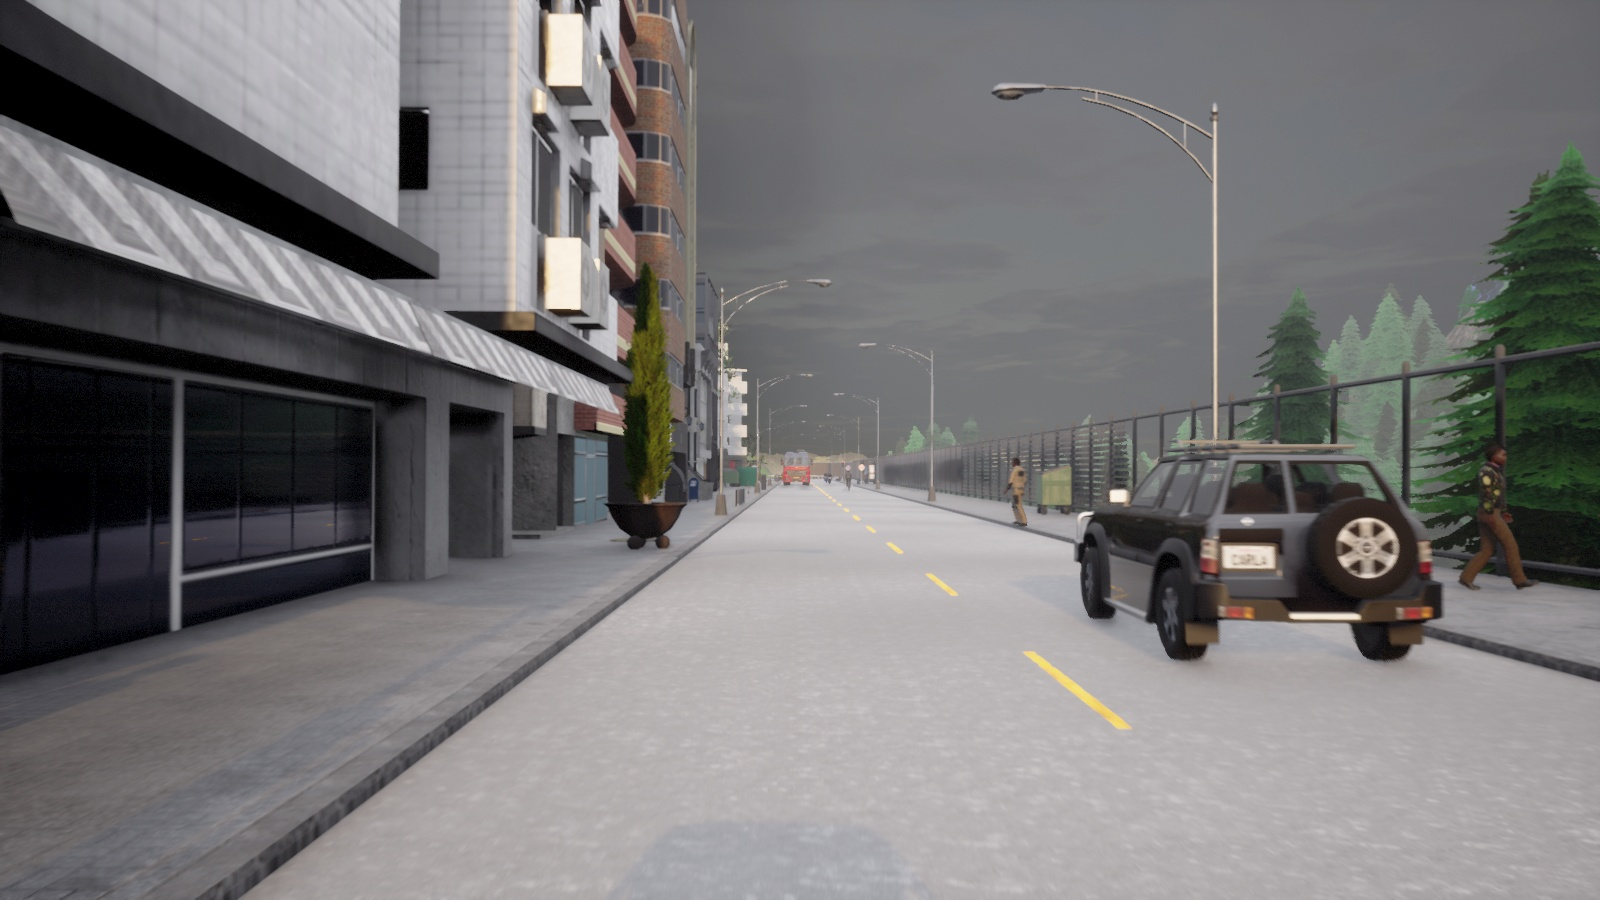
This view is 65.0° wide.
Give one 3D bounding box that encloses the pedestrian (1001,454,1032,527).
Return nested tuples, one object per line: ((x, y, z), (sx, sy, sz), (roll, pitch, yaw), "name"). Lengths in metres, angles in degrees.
((5.727, 1.067, 33.277), (0.692, 1.930, 0.396), (-1, -1, 45), "pedestrian")

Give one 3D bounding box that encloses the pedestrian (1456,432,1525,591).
((8.609, 0.752, 15.663), (0.692, 1.930, 0.395), (-1, -1, 35), "pedestrian")

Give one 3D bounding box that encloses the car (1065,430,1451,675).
((3.967, 0.814, 11.854), (1.932, 1.855, 4.605), (0, -1, 0), "car")
